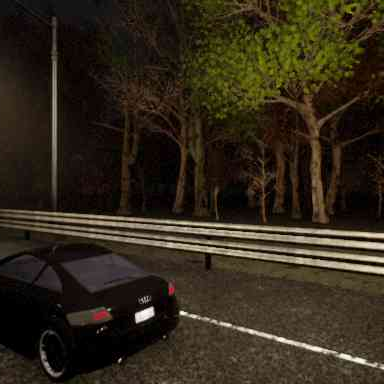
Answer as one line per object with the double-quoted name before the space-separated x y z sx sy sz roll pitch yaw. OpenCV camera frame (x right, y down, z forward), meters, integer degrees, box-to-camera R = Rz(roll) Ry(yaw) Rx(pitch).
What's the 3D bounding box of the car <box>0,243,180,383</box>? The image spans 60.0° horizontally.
"car" -2.242 1.562 5.489 4.181 1.385 1.994 0 0 36
